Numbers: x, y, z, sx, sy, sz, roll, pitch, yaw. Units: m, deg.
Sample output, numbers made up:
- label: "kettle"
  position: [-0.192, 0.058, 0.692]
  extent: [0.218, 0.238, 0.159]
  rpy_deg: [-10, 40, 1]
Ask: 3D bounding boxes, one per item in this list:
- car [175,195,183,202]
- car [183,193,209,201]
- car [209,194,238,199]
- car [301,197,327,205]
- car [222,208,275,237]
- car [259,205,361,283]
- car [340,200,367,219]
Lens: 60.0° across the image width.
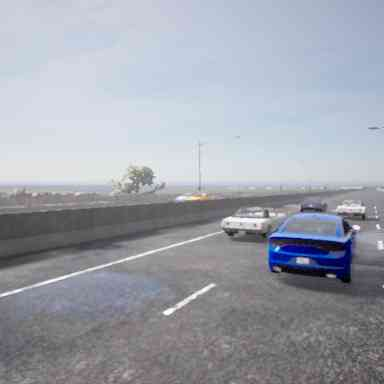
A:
- label: "car"
  position: [-0.541, 0.909, 46.189]
  extent: [1.812, 1.442, 4.674]
  rpy_deg: [1, 1, 29]
- label: "car"
  position: [1.195, 0.922, 42.071]
  extent: [1.882, 1.535, 5.008]
  rpy_deg: [1, 1, 29]
- label: "car"
  position: [4.255, 0.984, 40.371]
  extent: [1.837, 1.490, 4.892]
  rpy_deg: [1, 1, 29]
- label: "car"
  position: [11.644, 1.190, 31.592]
  extent: [1.994, 1.385, 4.181]
  rpy_deg: [1, 1, 29]
- label: "car"
  position: [3.190, 1.399, 16.058]
  extent: [1.895, 1.301, 4.718]
  rpy_deg: [1, 1, 29]
- label: "car"
  position: [3.668, 1.363, 9.611]
  extent: [1.882, 1.535, 5.008]
  rpy_deg: [1, 1, 29]
- label: "car"
  position: [12.476, 1.307, 25.799]
  extent: [1.895, 1.301, 4.718]
  rpy_deg: [1, 1, 29]
